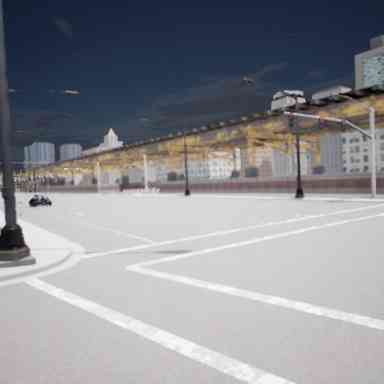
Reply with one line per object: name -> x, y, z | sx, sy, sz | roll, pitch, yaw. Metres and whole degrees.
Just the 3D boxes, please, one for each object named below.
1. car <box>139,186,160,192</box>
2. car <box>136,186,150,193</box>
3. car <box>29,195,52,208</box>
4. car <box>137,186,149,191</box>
car -> -9.584, -0.879, 80.031 | 4.536, 1.218, 1.853 | -2, 2, 18
car -> -12.288, -0.732, 83.815 | 2.038, 1.542, 4.974 | -2, 2, 8
car -> -18.725, 1.116, 41.050 | 1.994, 1.385, 4.181 | -4, 2, -35
car -> -12.288, -0.892, 83.861 | 1.853, 1.218, 4.536 | -2, 2, 8
